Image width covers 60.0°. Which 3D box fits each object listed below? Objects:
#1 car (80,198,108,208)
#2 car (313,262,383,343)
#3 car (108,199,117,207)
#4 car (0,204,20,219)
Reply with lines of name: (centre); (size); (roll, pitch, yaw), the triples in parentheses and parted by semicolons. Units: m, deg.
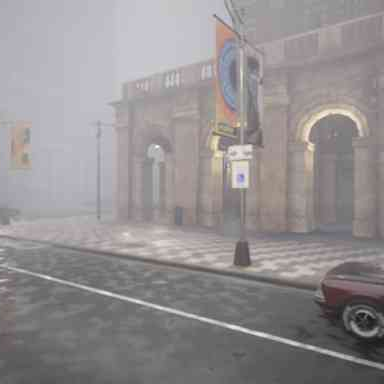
car: (-13.840, 1.539, 49.353); (2.033, 1.411, 5.357); (0, 0, 36)
car: (4.318, 1.595, 4.781); (4.718, 1.301, 1.895); (0, 0, 35)
car: (-9.458, 1.483, 49.450); (2.128, 1.511, 4.902); (0, 0, 36)
car: (-15.989, 1.558, 26.695); (1.994, 1.385, 4.181); (0, 0, 18)
